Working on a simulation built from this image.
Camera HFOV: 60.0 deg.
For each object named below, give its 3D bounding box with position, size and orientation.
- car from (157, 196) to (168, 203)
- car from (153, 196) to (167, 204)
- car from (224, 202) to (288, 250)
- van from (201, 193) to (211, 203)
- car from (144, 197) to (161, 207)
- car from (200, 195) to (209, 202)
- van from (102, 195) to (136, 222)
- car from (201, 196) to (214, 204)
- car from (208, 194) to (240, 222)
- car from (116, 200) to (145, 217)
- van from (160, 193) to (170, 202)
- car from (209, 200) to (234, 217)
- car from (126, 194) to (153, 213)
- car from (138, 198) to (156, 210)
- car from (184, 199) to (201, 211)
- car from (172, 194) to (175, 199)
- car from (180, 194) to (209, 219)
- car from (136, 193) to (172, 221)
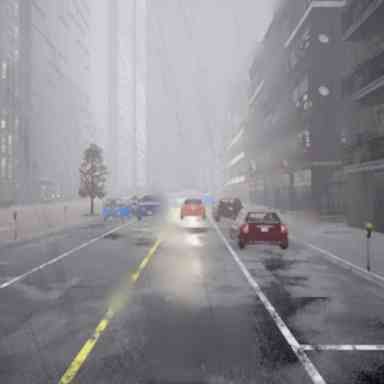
[{"bbox_3d":[-5.682,1.414,65.061,1.802,1.307,4.206,1,0,0],"label":"car"},{"bbox_3d":[-5.682,1.401,59.415,2.008,1.369,4.403,1,0,0],"label":"car"},{"bbox_3d":[2.699,1.412,14.266,1.967,1.590,4.097,1,0,0],"label":"car"},{"bbox_3d":[2.702,1.173,65.085,1.690,1.788,3.998,1,0,0],"label":"van"},{"bbox_3d":[-5.682,1.450,48.123,1.947,1.339,4.313,1,0,0],"label":"car"},{"bbox_3d":[2.699,1.395,70.732,1.802,1.307,4.206,1,0,0],"label":"car"},{"bbox_3d":[-5.681,1.288,25.536,1.690,1.788,3.998,1,0,0],"label":"van"},{"bbox_3d":[2.699,1.401,59.440,2.008,1.369,4.403,1,0,0],"label":"car"},{"bbox_3d":[2.700,1.261,25.558,2.192,1.841,5.009,1,0,0],"label":"car"},{"bbox_3d":[-5.683,1.477,31.184,1.887,1.381,4.507,1,0,0],"label":"car"},{"bbox_3d":[-5.679,1.154,70.706,1.690,1.788,3.998,1,0,0],"label":"van"},{"bbox_3d":[2.698,1.477,31.207,1.887,1.381,4.507,1,0,0],"label":"car"},{"bbox_3d":[-5.680,1.232,36.829,2.192,1.841,5.009,1,0,0],"label":"car"},{"bbox_3d":[-5.683,1.483,42.475,1.802,1.307,4.206,1,0,0],"label":"car"},{"bbox_3d":[0.050,1.509,40.113,1.895,1.301,4.718,0,0,1],"label":"car"},{"bbox_3d":[-5.680,1.276,93.292,2.008,1.369,4.403,1,0,0],"label":"car"},{"bbox_3d":[0.084,1.291,28.127,2.097,1.767,4.553,0,0,0],"label":"car"},{"bbox_3d":[-3.101,1.164,27.155,2.150,2.045,5.566,0,0,0],"label":"car"}]
